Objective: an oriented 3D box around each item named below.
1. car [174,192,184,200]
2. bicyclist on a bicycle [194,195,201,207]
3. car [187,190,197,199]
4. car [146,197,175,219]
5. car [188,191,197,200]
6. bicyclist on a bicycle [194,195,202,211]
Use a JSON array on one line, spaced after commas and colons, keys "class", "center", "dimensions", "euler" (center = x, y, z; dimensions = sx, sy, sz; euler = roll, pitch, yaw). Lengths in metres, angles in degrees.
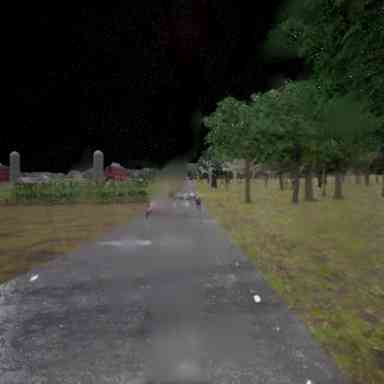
[{"class": "car", "center": [-2.738, 0.865, 69.982], "dimensions": [1.837, 1.490, 4.892], "euler": [0, 1, 0]}, {"class": "bicyclist on a bicycle", "center": [0.740, 1.179, 46.464], "dimensions": [0.866, 1.612, 1.509], "euler": [0, 1, 0]}, {"class": "car", "center": [0.013, 0.565, 78.642], "dimensions": [2.097, 1.767, 4.553], "euler": [0, 1, 0]}, {"class": "car", "center": [-2.840, 1.433, 29.023], "dimensions": [1.882, 1.535, 5.008], "euler": [0, 0, 0]}, {"class": "car", "center": [0.035, 0.928, 69.359], "dimensions": [1.812, 1.442, 4.674], "euler": [0, 1, 1]}, {"class": "bicyclist on a bicycle", "center": [0.762, 1.341, 35.748], "dimensions": [0.582, 1.620, 1.656], "euler": [0, 0, 0]}]
